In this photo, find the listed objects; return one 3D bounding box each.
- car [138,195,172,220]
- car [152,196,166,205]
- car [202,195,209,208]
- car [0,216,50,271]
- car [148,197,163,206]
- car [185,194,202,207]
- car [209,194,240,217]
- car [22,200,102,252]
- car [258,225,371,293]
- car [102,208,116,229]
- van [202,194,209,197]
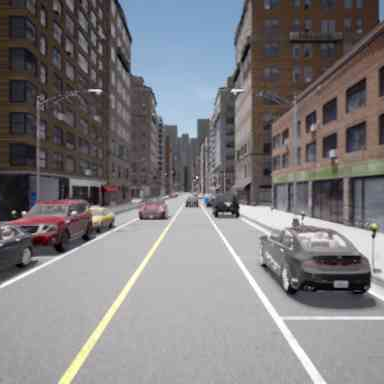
[{"bbox_3d":[-3.091,1.295,27.473,2.097,1.767,4.553,0,0,0],"label":"car"},{"bbox_3d":[-5.663,1.458,57.588,1.947,1.339,4.313,0,0,0],"label":"car"},{"bbox_3d":[2.861,1.476,46.699,1.947,1.339,4.313,0,0,0],"label":"car"},{"bbox_3d":[-5.668,1.531,8.530,2.008,1.369,4.403,0,0,0],"label":"car"},{"bbox_3d":[-5.664,1.483,52.137,1.802,1.307,4.206,0,0,0],"label":"car"},{"bbox_3d":[0.053,1.399,48.857,2.128,1.511,4.902,0,0,1],"label":"car"},{"bbox_3d":[3.004,1.162,30.173,2.150,2.045,5.566,0,0,0],"label":"car"},{"bbox_3d":[-5.668,1.284,13.980,2.192,1.841,5.009,0,0,0],"label":"car"},{"bbox_3d":[2.857,1.531,8.560,2.008,1.369,4.403,0,0,0],"label":"car"},{"bbox_3d":[-5.667,1.484,19.261,1.752,1.417,4.829,0,0,0],"label":"car"},{"bbox_3d":[2.861,1.233,57.596,1.690,1.788,3.998,0,0,0],"label":"van"}]
